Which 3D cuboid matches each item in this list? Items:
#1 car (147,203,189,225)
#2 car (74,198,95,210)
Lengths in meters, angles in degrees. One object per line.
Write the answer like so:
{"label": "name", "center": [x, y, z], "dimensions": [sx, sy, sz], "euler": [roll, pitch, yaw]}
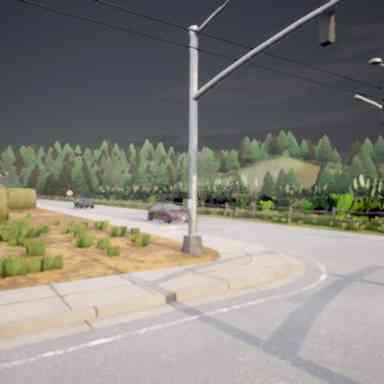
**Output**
{"label": "car", "center": [-1.862, 1.597, 25.354], "dimensions": [1.812, 1.442, 4.674], "euler": [1, 0, -34]}
{"label": "car", "center": [-14.539, 1.582, 44.734], "dimensions": [1.837, 1.490, 4.892], "euler": [1, -1, -33]}
